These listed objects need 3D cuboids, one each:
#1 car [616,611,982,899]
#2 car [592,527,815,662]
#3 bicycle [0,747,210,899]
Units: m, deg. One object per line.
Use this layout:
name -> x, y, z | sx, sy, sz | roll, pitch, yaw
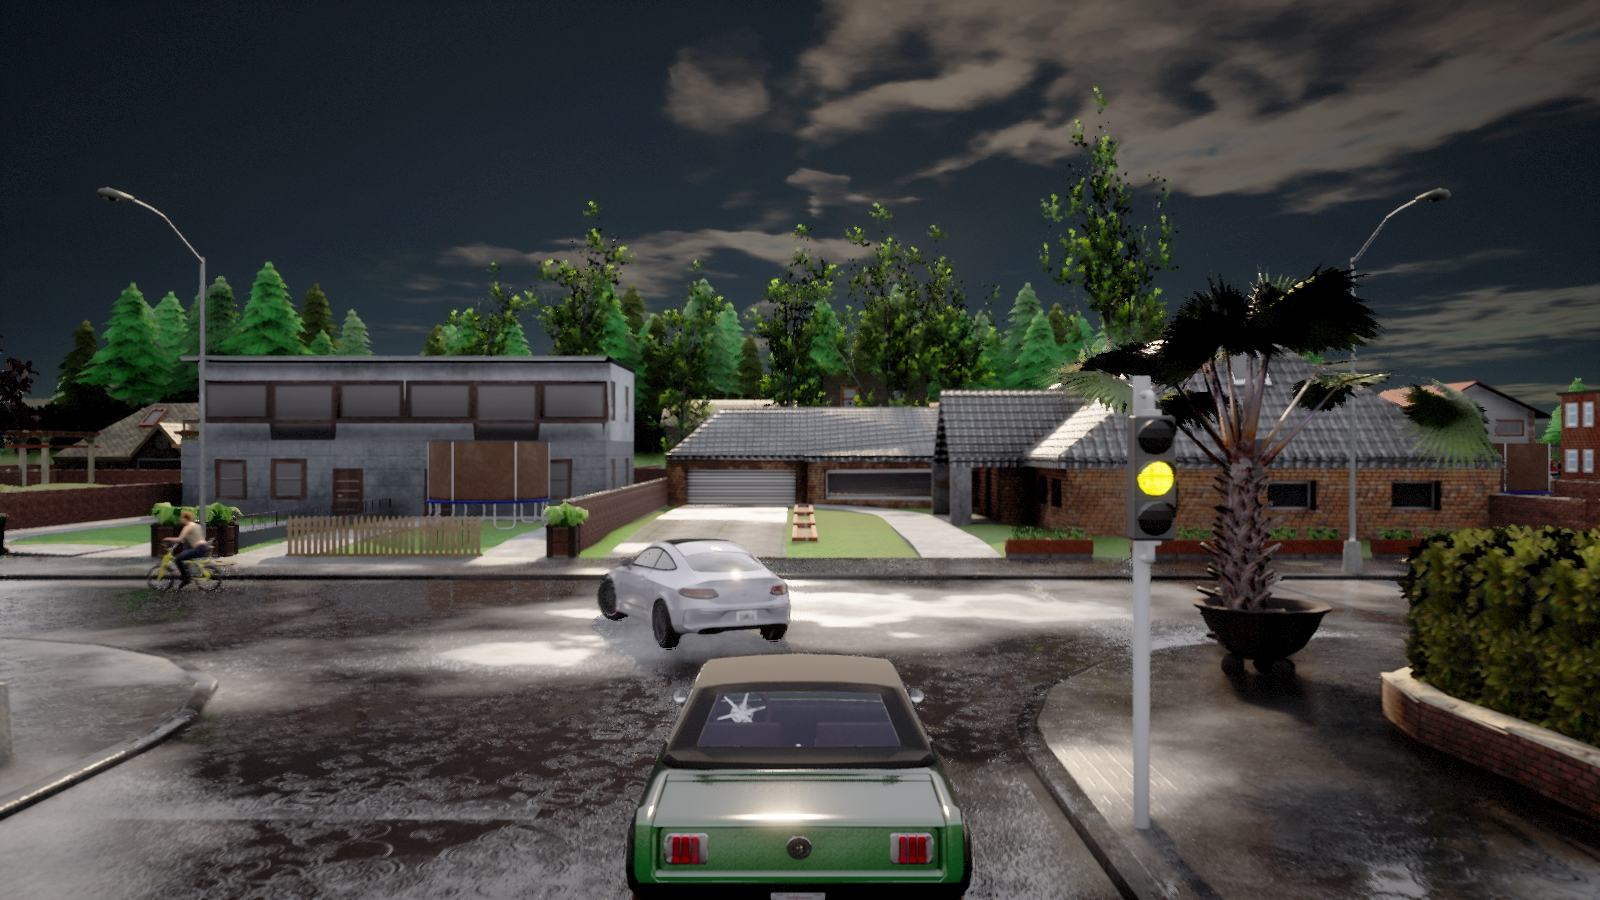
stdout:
car -> -0.011, 2.151, 8.284 | 1.895, 1.301, 4.718 | 0, 0, 0
car -> -1.656, 2.074, 17.573 | 2.002, 1.442, 4.674 | 0, 0, -24
bicycle -> -2.786, 2.058, 4.178 | 0.329, 1.471, 1.835 | 0, 0, -1
